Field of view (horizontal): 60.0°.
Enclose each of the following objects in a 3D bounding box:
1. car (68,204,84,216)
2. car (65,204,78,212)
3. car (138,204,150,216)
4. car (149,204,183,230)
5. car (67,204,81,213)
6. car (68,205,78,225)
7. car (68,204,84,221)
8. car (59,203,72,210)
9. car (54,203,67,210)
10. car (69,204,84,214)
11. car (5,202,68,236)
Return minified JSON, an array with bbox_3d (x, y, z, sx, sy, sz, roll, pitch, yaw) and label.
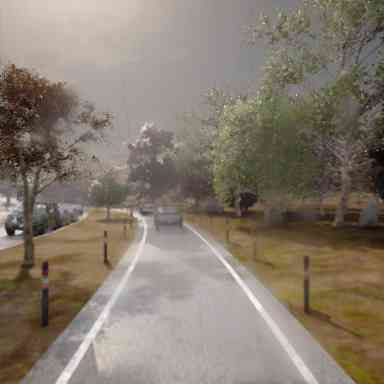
[{"bbox_3d":[-16.859,2.576,48.581,2.097,1.535,5.008,0,-2,-19],"label":"car"},{"bbox_3d":[-23.753,3.089,65.483,2.002,1.452,4.674,0,-1,-25],"label":"car"},{"bbox_3d":[-5.419,2.144,41.181,1.994,1.385,4.181,0,-1,-16],"label":"car"},{"bbox_3d":[-1.713,1.741,23.230,2.128,1.511,4.902,0,-1,-8],"label":"car"},{"bbox_3d":[-21.189,2.896,59.804,2.097,1.535,5.008,0,-2,-23],"label":"car"},{"bbox_3d":[-11.296,2.075,27.694,2.231,1.521,4.892,2,-2,-11],"label":"car"},{"bbox_3d":[-12.433,2.203,33.168,2.231,1.521,4.892,2,-2,-12],"label":"car"},{"bbox_3d":[-28.556,3.289,74.857,2.097,1.535,5.008,-2,-1,-27],"label":"car"},{"bbox_3d":[-31.793,3.502,80.076,2.002,1.452,4.674,1,-2,-33],"label":"car"},{"bbox_3d":[-19.009,2.737,54.530,2.231,1.521,4.892,0,-2,-20],"label":"car"},{"bbox_3d":[-10.339,1.697,22.158,2.435,2.045,5.566,2,-2,-9],"label":"car"}]
